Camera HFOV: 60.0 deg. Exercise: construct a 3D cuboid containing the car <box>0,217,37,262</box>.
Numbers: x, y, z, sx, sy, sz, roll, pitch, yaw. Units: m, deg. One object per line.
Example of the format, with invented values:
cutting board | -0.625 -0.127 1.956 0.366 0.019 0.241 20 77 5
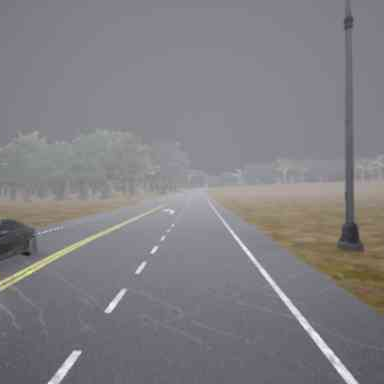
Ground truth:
car | -6.501 1.565 10.450 1.812 1.442 4.674 -1 0 -3
